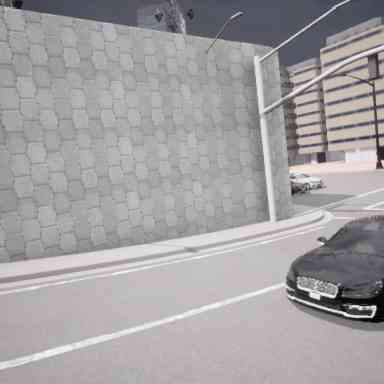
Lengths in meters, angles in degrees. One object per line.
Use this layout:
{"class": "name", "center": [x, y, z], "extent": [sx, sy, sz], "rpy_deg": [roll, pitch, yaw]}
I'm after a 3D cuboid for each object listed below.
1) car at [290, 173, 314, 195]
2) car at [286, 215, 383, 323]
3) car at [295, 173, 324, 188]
{"class": "car", "center": [7.356, -0.456, 27.853], "extent": [1.812, 1.442, 4.674], "rpy_deg": [-10, 6, -35]}
{"class": "car", "center": [3.958, 1.288, 6.783], "extent": [4.892, 1.490, 1.837], "rpy_deg": [-4, 2, -35]}
{"class": "car", "center": [9.709, -0.971, 30.494], "extent": [1.812, 1.442, 4.674], "rpy_deg": [-10, 6, -35]}
